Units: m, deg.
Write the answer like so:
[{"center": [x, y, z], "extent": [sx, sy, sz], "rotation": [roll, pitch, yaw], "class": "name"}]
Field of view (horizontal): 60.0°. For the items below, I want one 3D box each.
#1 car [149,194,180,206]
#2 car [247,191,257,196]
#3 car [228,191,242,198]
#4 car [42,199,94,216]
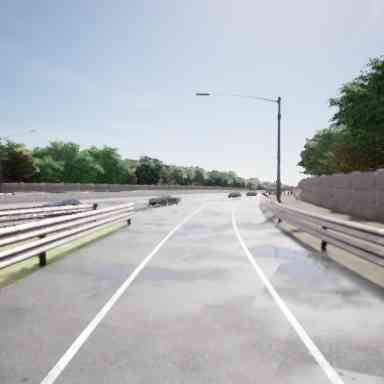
[{"center": [-3.277, 0.954, 40.383], "extent": [2.033, 1.411, 5.357], "rotation": [0, 1, 23], "class": "car"}, {"center": [15.243, 0.383, 84.550], "extent": [2.128, 1.511, 4.902], "rotation": [0, 0, 23], "class": "car"}, {"center": [9.058, 0.520, 69.793], "extent": [1.994, 1.385, 4.181], "rotation": [0, 1, 23], "class": "car"}, {"center": [-9.452, 1.229, 25.631], "extent": [1.812, 1.442, 4.674], "rotation": [0, 1, 23], "class": "car"}]
